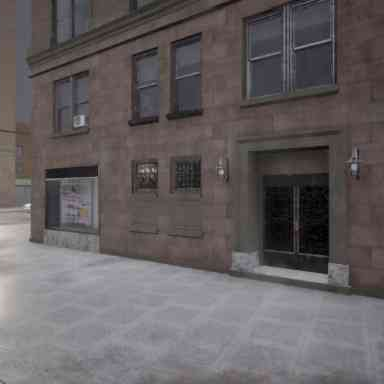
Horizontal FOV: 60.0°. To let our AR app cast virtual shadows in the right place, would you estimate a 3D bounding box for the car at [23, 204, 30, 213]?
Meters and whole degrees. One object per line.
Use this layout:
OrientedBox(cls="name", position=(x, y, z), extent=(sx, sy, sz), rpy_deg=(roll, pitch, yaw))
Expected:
OrientedBox(cls="car", position=(-15.702, 1.439, 35.851), extent=(1.812, 1.442, 4.674), rpy_deg=(0, 0, 35))
